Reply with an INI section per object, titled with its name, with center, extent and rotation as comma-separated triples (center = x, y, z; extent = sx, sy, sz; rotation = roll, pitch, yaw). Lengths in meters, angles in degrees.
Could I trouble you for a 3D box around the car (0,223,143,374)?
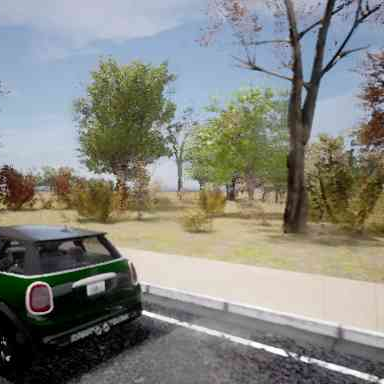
[car]
center = -3.067, 1.355, 5.864
extent = 4.553, 1.767, 2.097
rotation = 0, 0, 35
